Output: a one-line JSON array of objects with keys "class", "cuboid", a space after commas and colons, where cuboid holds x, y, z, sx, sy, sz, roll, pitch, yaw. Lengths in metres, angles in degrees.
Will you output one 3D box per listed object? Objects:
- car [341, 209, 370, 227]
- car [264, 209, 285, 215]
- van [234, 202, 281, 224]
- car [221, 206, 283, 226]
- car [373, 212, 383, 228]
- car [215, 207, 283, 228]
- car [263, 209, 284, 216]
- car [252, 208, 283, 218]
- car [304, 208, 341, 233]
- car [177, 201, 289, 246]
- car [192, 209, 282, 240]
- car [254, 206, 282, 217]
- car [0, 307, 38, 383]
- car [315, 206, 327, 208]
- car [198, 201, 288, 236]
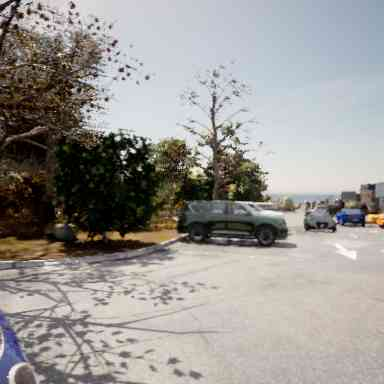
[{"class": "car", "cuboid": [14.560, 2.317, 30.715, 1.882, 1.535, 5.008, 0, -2, 15]}, {"class": "car", "cuboid": [20.373, 4.953, 82.378, 4.892, 1.521, 2.231, 0, -3, 16]}, {"class": "van", "cuboid": [6.500, 2.036, 32.785, 4.442, 1.987, 1.878, 0, -2, 15]}, {"class": "car", "cuboid": [5.461, 2.151, 30.167, 5.366, 1.575, 1.946, 0, -2, 16]}, {"class": "car", "cuboid": [17.228, 2.076, 26.111, 4.553, 1.767, 2.185, 0, -2, 15]}, {"class": "car", "cuboid": [4.750, 2.057, 27.604, 5.366, 1.575, 1.946, 0, -2, 15]}, {"class": "car", "cuboid": [19.470, 4.812, 79.232, 4.674, 1.452, 2.002, 0, -3, 16]}, {"class": "car", "cuboid": [11.952, 3.301, 52.816, 4.674, 1.452, 2.002, 0, -3, 16]}, {"class": "car", "cuboid": [9.142, 2.099, 23.911, 1.994, 1.385, 4.181, 0, -2, 16]}, {"class": "car", "cuboid": [2.002, 1.488, 16.778, 5.566, 2.045, 2.435, 0, -1, 15]}, {"class": "car", "cuboid": [2.678, 1.807, 19.353, 4.892, 1.521, 2.231, 0, -1, 15]}, {"class": "car", "cuboid": [12.756, 3.307, 55.888, 4.553, 1.767, 2.185, 0, -3, 16]}, {"class": "car", "cuboid": [-3.170, 1.335, 1.529, 4.553, 1.767, 2.097, 1, -1, -37]}, {"class": "car", "cuboid": [21.198, 3.305, 54.977, 2.150, 2.045, 5.566, 0, -3, 16]}, {"class": "car", "cuboid": [3.436, 1.628, 22.047, 5.566, 2.045, 2.435, 0, -1, 15]}]
